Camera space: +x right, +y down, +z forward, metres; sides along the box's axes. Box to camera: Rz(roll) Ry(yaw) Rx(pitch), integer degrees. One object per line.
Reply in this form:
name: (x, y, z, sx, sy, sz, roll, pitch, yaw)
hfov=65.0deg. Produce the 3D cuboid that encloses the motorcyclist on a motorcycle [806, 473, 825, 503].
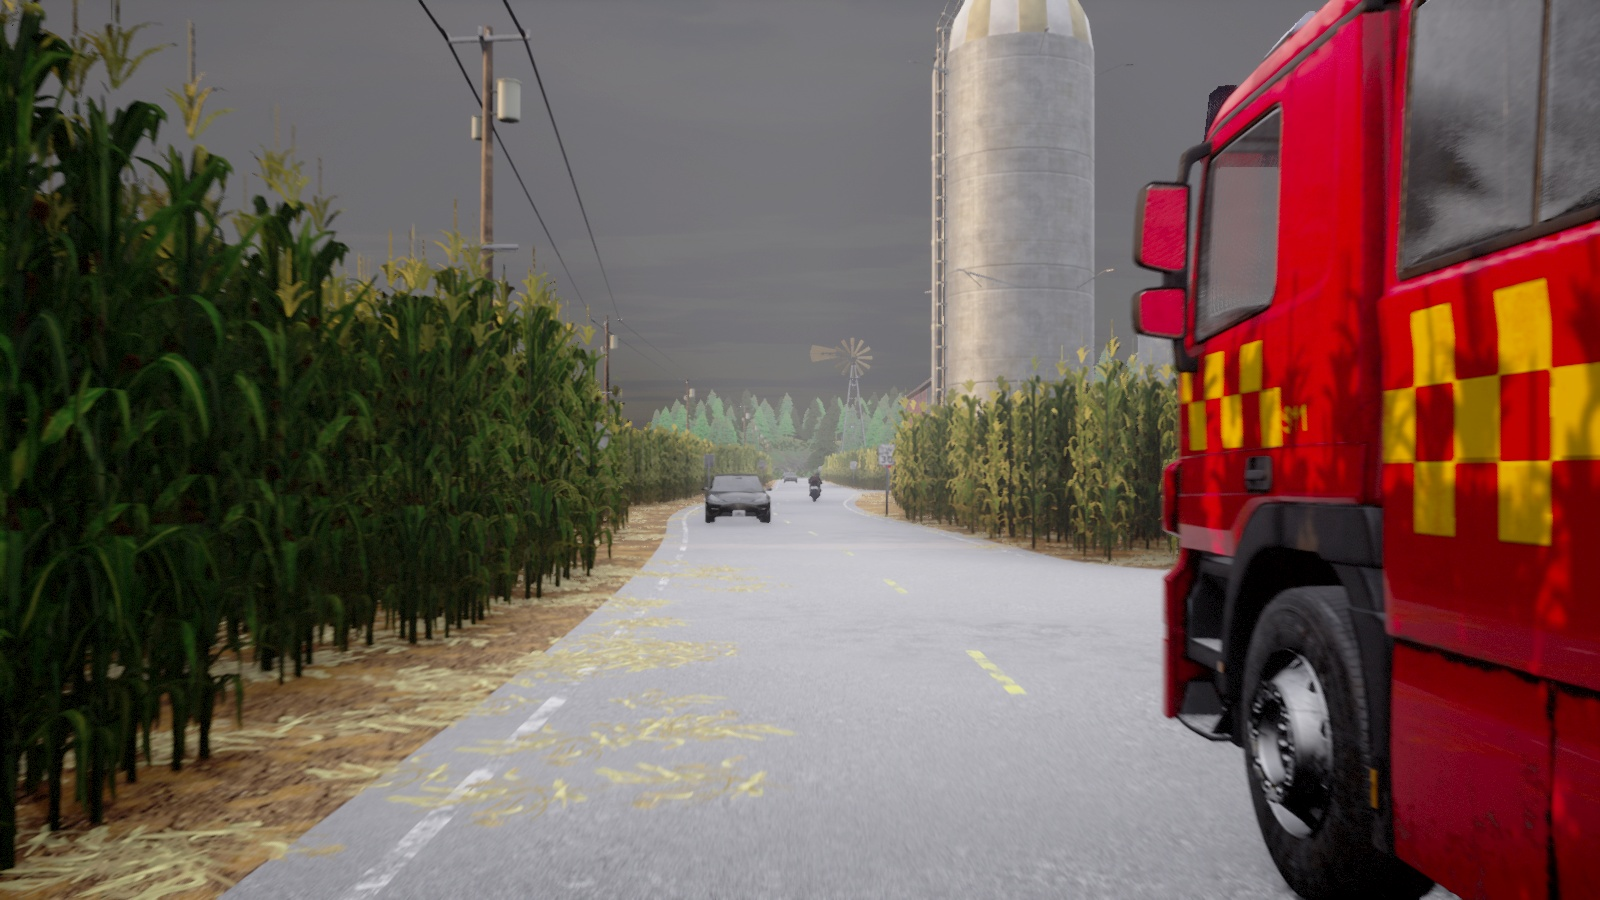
motorcyclist on a motorcycle: (0.824, 1.981, 65.816, 0.866, 1.530, 2.191, 0, -1, 3)

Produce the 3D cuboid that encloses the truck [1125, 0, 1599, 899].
truck: (3.190, -0.320, 2.409, 2.891, 3.827, 8.468, 0, -1, 0)

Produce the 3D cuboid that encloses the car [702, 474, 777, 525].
car: (-1.970, 1.499, 39.246, 2.163, 1.488, 4.792, 0, -1, -5)
